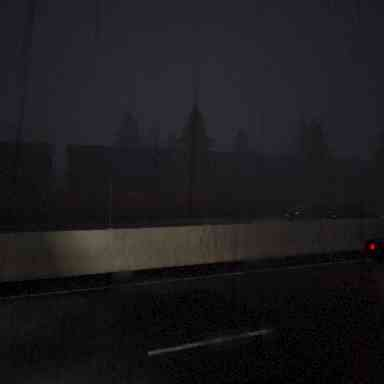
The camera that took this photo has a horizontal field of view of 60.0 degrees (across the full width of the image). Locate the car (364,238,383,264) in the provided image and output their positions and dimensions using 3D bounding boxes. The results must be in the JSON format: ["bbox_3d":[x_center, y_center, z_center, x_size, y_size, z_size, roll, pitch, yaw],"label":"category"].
[{"bbox_3d":[7.513,1.600,9.741,4.718,1.301,1.895,0,0,-22],"label":"car"}]

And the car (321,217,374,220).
[{"bbox_3d":[10.504,1.563,22.536,4.181,1.385,1.994,0,0,-22],"label":"car"}]
